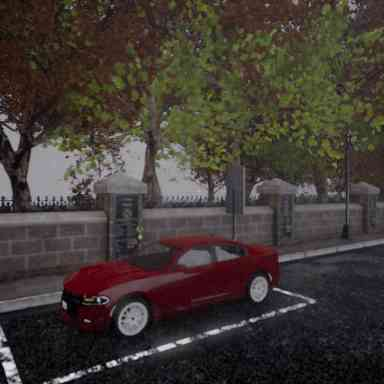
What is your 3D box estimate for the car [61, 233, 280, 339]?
[{"bbox_3d":[-0.190,1.555,6.578,4.507,1.381,1.887,0,0,-35],"label":"car"}]
